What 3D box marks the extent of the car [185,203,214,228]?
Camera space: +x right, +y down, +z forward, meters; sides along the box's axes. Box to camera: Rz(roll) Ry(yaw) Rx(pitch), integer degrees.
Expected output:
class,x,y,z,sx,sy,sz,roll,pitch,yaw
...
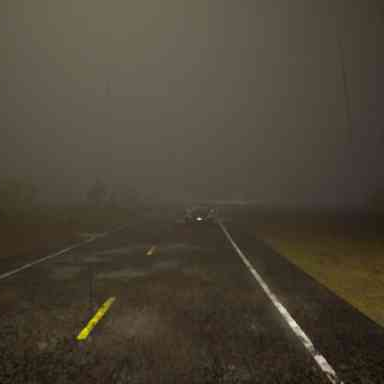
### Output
class,x,y,z,sx,sy,sz,roll,pitch,yaw
car,0.565,1.783,24.258,1.994,1.385,4.181,0,0,2
